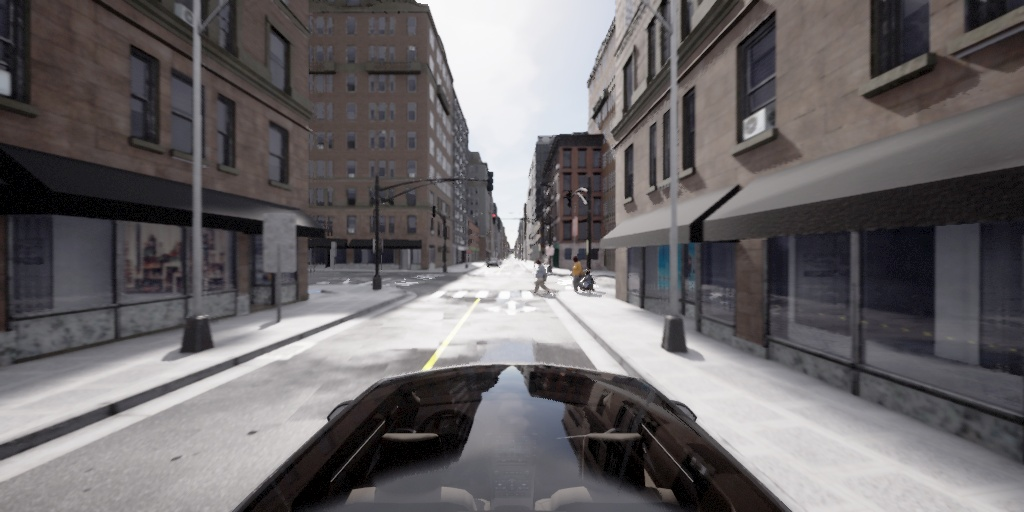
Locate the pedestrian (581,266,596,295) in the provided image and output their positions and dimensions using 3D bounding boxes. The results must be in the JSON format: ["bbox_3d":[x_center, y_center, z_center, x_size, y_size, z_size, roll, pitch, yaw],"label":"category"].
[{"bbox_3d":[3.548,0.847,16.588,0.375,1.860,0.375,0,0,0],"label":"pedestrian"}]

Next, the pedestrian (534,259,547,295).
[{"bbox_3d":[1.419,0.998,17.840,0.375,1.860,0.375,0,0,0],"label":"pedestrian"}]

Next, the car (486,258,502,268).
[{"bbox_3d":[-3.035,1.082,57.557,1.837,1.490,4.892,0,0,1],"label":"car"}]

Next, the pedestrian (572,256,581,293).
[{"bbox_3d":[3.153,0.848,17.240,0.375,1.860,0.375,0,0,0],"label":"pedestrian"}]
